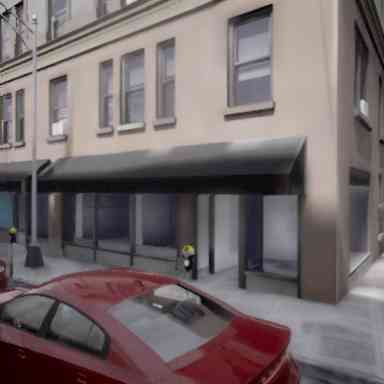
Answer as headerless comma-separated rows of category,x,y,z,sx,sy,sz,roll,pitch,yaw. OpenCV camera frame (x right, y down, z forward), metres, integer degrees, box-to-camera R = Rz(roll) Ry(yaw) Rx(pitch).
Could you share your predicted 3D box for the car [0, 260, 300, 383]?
car,-1.139,1.573,3.764,4.507,1.381,1.887,-1,0,36
